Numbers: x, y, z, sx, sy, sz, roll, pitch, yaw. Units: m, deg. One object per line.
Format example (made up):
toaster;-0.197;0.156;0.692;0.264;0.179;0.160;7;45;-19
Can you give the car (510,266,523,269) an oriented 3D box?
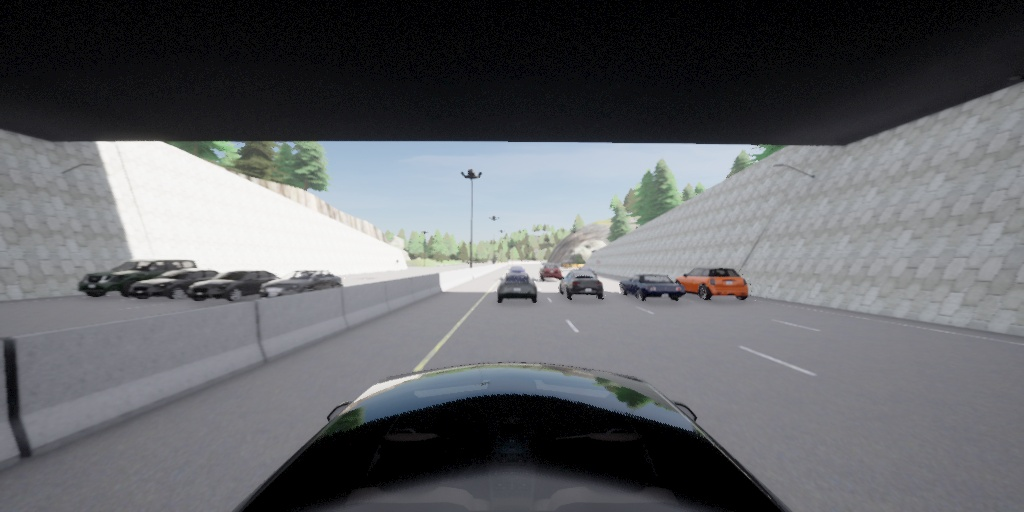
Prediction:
car;0.495;1.809;38.751;1.812;1.442;4.674;0;-1;1

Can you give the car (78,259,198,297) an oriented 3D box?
car;-20.893;1.180;20.627;2.150;2.045;5.566;0;-1;1

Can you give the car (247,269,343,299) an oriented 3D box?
car;-10.426;1.447;18.157;2.128;1.511;4.902;0;-1;1

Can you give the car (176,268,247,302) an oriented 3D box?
car;-13.922;1.453;18.442;1.837;1.490;4.892;0;-1;1

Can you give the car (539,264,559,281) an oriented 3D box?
car;3.989;1.632;37.777;2.097;1.767;4.553;0;-1;1

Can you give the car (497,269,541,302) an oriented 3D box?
car;0.271;1.560;18.747;1.994;1.385;4.181;0;-1;1

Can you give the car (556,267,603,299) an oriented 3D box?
car;3.771;1.548;19.893;1.812;1.442;4.674;0;-1;0

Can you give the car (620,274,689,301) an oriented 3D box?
car;7.277;1.623;19.199;1.895;1.301;4.718;0;-1;1

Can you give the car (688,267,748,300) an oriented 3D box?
car;10.786;1.394;19.865;2.097;1.767;4.553;0;-1;1

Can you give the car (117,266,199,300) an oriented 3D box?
car;-17.412;1.454;19.225;1.837;1.490;4.892;0;-1;1

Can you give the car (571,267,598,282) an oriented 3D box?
car;7.483;1.848;37.337;1.994;1.385;4.181;0;-1;1
